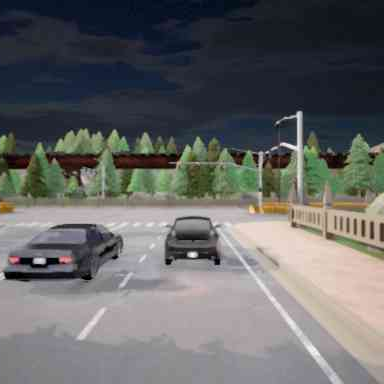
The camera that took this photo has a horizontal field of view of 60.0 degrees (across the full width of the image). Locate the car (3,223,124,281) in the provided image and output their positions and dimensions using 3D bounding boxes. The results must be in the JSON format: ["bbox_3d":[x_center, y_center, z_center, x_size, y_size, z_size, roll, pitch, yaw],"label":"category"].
[{"bbox_3d":[-3.482,1.654,10.136,2.033,1.411,5.357,0,-1,0],"label":"car"}]

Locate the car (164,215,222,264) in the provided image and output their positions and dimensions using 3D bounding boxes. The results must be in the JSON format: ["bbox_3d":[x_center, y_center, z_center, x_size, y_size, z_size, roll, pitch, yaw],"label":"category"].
[{"bbox_3d":[0.042,1.635,12.342,1.837,1.490,4.892,0,0,1],"label":"car"}]
